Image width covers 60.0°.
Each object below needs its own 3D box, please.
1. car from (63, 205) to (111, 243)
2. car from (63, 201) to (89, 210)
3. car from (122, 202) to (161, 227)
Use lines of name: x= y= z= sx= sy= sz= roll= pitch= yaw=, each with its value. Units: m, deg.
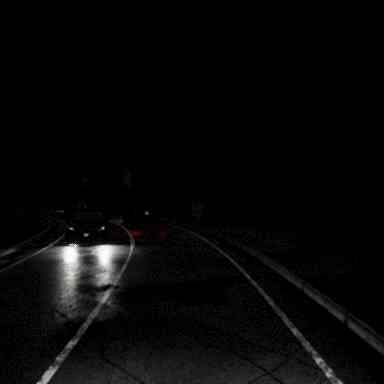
car: x=-5.134 y=1.608 z=16.795 sx=1.812 sy=1.442 sz=4.674 roll=1 pitch=0 yaw=-13
car: x=-13.473 y=1.735 z=39.105 sx=1.994 sy=1.385 sz=4.181 roll=1 pitch=-1 yaw=-44
car: x=-3.794 y=1.490 z=24.482 sx=2.097 sy=1.767 sz=4.553 roll=1 pitch=-1 yaw=-20
